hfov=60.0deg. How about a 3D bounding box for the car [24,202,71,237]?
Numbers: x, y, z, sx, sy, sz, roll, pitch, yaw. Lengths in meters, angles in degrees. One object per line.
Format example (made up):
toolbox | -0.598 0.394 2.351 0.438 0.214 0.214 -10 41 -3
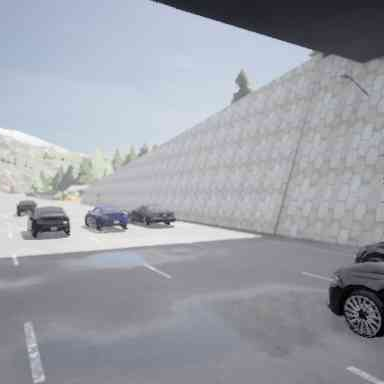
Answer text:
car | -8.063 1.552 18.633 1.837 1.490 4.892 0 0 -30

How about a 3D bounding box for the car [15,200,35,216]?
car | -16.938 1.585 34.174 1.837 1.490 4.892 0 0 -30

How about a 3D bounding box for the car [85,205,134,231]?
car | -5.514 1.581 21.201 1.812 1.442 4.674 0 0 -30

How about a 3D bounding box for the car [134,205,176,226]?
car | -3.037 1.613 23.947 2.033 1.411 5.357 0 0 -30

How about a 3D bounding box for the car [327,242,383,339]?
car | 4.144 1.508 4.313 2.128 1.511 4.902 0 0 -30
